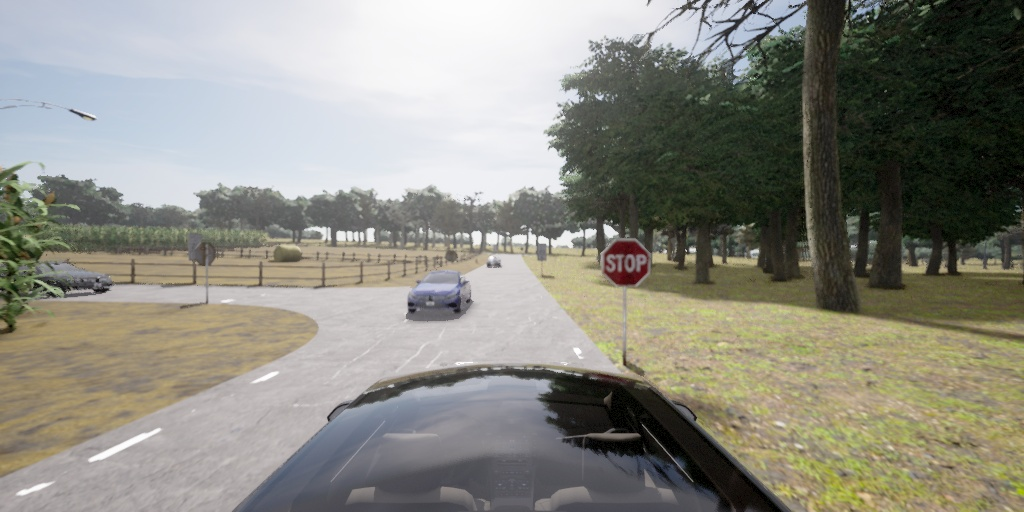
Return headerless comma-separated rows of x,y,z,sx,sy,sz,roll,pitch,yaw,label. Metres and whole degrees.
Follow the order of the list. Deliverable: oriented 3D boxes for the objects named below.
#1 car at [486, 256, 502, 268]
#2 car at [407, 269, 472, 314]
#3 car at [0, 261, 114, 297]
-2.467,0.770,49.087,2.128,1.511,4.902,0,1,0,car
-2.668,1.282,14.104,1.812,1.442,4.674,1,1,0,car
-20.358,0.939,15.641,4.674,1.442,1.812,1,0,1,car
